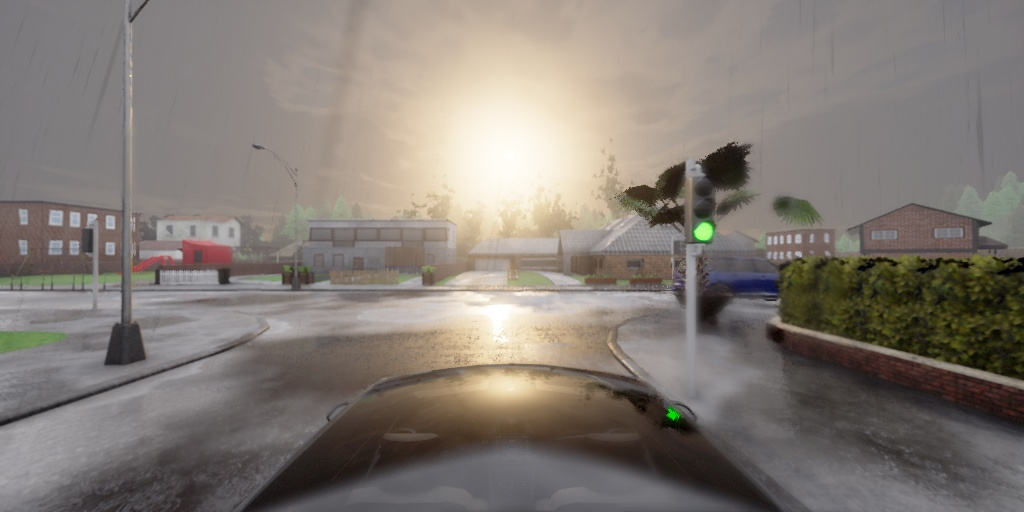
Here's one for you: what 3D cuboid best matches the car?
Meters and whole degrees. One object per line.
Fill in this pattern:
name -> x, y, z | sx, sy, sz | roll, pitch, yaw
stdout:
car -> 9.849, 1.042, 15.240 | 5.566, 2.045, 2.150 | 0, 0, 0
